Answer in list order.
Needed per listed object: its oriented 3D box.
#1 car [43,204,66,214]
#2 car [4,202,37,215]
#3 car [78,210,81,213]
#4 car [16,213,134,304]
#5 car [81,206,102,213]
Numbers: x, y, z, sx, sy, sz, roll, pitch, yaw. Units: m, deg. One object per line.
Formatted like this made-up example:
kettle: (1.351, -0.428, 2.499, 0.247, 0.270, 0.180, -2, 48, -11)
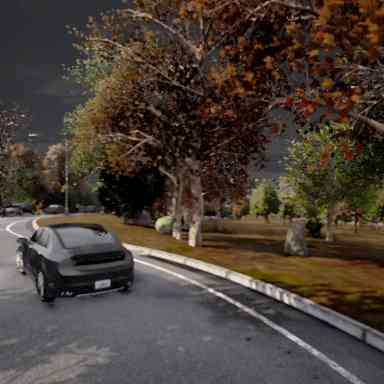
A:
car: (-19.930, 2.544, 48.546, 1.812, 1.442, 4.674, 0, -4, -1)
car: (-19.873, 1.923, 38.628, 2.128, 1.511, 4.902, 0, -3, 0)
car: (-19.992, 3.731, 62.986, 1.812, 1.442, 4.674, 0, -5, 0)
car: (-3.109, 1.521, 8.396, 1.837, 1.490, 4.892, 0, 0, -35)
car: (-16.296, 3.043, 55.132, 1.837, 1.490, 4.892, 0, -5, -1)
